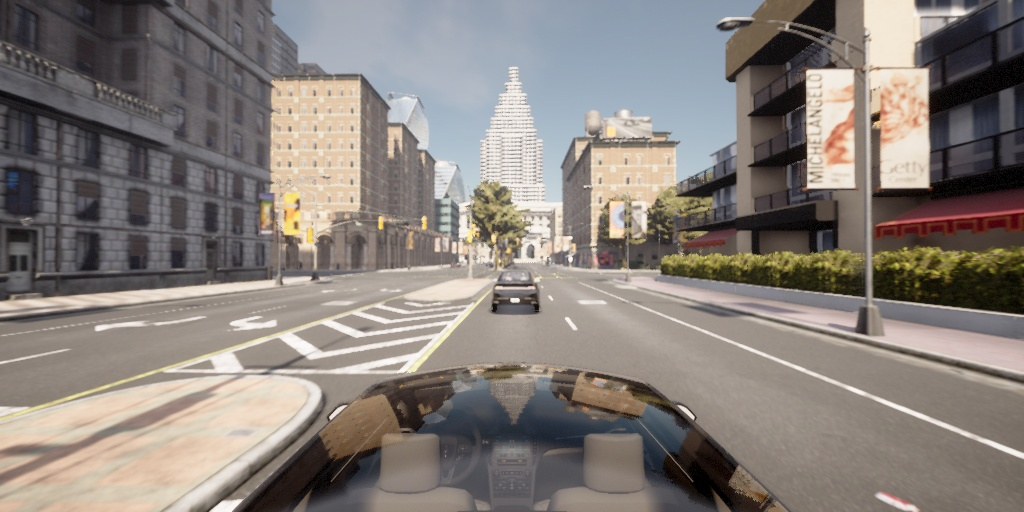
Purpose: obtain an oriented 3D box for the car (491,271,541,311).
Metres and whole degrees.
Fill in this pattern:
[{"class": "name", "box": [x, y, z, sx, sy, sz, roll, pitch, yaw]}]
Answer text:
[{"class": "car", "box": [0.181, 1.373, 15.103, 2.128, 1.511, 4.902, 0, 0, 2]}]
